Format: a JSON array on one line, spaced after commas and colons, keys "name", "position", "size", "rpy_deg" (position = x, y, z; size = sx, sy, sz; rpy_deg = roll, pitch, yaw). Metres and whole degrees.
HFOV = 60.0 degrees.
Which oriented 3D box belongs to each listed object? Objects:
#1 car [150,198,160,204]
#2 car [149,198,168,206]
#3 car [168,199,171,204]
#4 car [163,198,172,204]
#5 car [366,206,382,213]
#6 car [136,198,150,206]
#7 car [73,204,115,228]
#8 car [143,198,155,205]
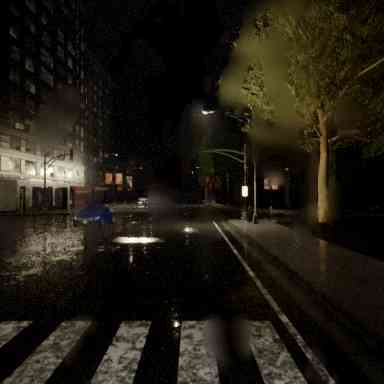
[{"name": "car", "position": [-9.536, 2.265, 85.456], "size": [2.033, 1.411, 5.357], "rpy_deg": [0, -1, 0]}, {"name": "car", "position": [-6.378, 1.973, 64.351], "size": [2.033, 1.411, 5.357], "rpy_deg": [0, -1, 1]}, {"name": "car", "position": [-6.314, 2.037, 74.300], "size": [1.882, 1.535, 5.008], "rpy_deg": [0, -1, 0]}, {"name": "car", "position": [-6.288, 2.308, 84.625], "size": [1.895, 1.301, 4.718], "rpy_deg": [0, -1, 0]}, {"name": "car", "position": [39.503, 3.818, 72.034], "size": [5.357, 1.411, 2.033], "rpy_deg": [3, -3, -45]}, {"name": "car", "position": [-9.627, 1.920, 64.617], "size": [2.128, 1.511, 4.902], "rpy_deg": [0, -1, 1]}, {"name": "car", "position": [-6.546, 1.595, 22.717], "size": [1.812, 1.442, 4.674], "rpy_deg": [0, 0, 0]}, {"name": "car", "position": [-9.563, 2.108, 74.913], "size": [2.033, 1.411, 5.357], "rpy_deg": [0, -1, 0]}]
